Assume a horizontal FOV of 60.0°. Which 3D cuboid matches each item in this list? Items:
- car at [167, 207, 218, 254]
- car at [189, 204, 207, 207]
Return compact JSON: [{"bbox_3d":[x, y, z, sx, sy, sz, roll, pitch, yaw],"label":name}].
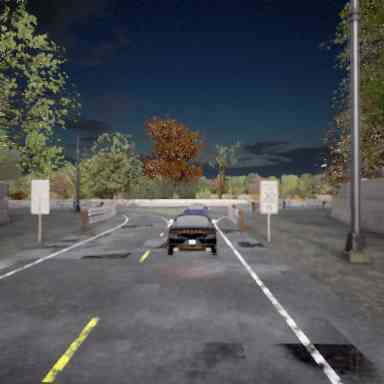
[{"bbox_3d":[0.028,1.634,14.241,1.882,1.535,5.008,0,0,0],"label":"car"},{"bbox_3d":[0.565,1.795,29.065,1.882,1.535,5.008,0,0,9],"label":"car"}]
